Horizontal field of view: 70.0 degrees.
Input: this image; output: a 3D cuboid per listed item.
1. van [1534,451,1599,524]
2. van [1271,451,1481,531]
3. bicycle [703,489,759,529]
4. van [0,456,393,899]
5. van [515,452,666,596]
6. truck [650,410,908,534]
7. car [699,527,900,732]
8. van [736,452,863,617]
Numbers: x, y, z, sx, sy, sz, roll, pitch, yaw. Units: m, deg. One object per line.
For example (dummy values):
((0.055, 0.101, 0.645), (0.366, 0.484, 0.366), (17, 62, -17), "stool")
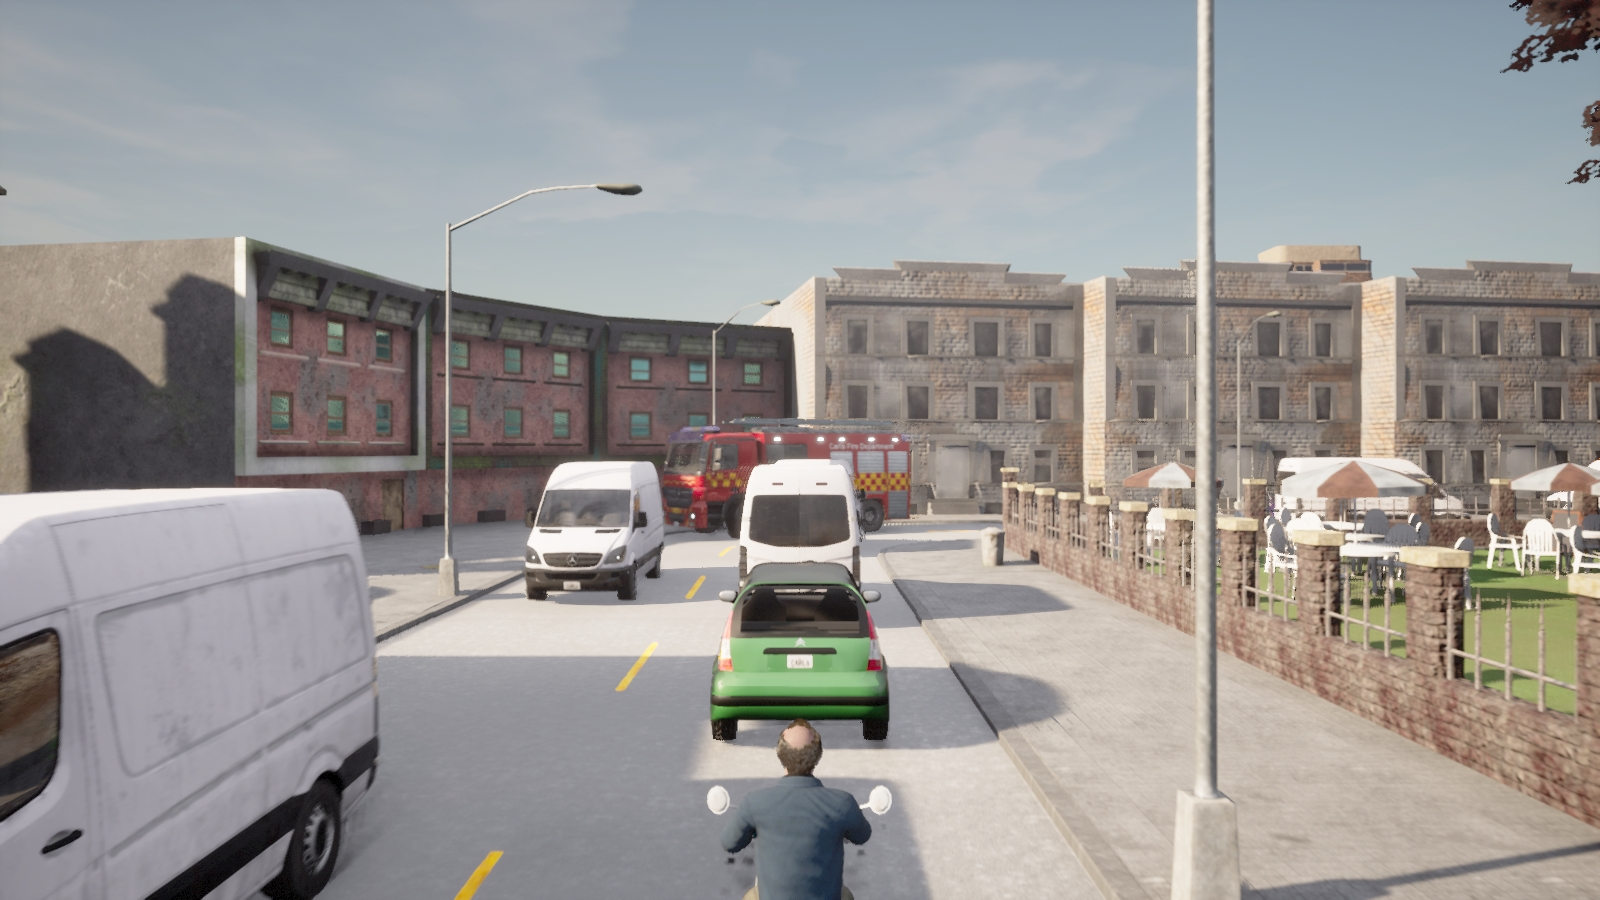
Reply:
((30.353, 1.310, 41.624), (5.915, 2.561, 1.988), (-1, 0, 0), "van")
((18.904, 1.313, 37.701), (5.915, 2.561, 1.988), (0, 0, 1), "van")
((-2.263, 1.939, 37.658), (1.835, 1.271, 0.329), (0, 0, 0), "bicycle")
((-4.010, 1.315, 5.510), (1.988, 2.561, 5.915), (0, 0, 0), "van")
((-4.057, 1.314, 23.225), (1.988, 2.561, 5.915), (0, 0, 0), "van")
((-0.587, 0.670, 38.713), (8.468, 3.827, 2.891), (0, 0, -33), "truck")
((-0.006, 1.779, 12.483), (1.851, 1.617, 3.988), (0, 0, 0), "car")
((-0.010, 1.314, 20.771), (1.988, 2.561, 5.915), (0, 0, 0), "van")
